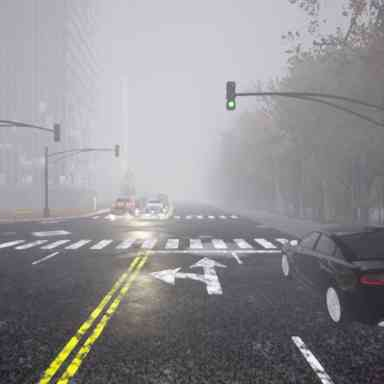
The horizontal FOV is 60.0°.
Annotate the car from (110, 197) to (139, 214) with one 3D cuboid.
[{"bbox_3d":[-7.378,1.373,35.860,2.097,1.767,4.553,0,0,-2],"label":"car"}]

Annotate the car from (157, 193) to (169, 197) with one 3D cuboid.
[{"bbox_3d":[-5.356,1.266,59.472,2.150,2.045,5.566,0,0,-4],"label":"car"}]

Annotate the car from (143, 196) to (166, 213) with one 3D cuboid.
[{"bbox_3d":[-4.180,1.548,37.371,1.812,1.442,4.674,0,0,-6],"label":"car"}]

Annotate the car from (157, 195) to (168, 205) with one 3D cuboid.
[{"bbox_3d":[-4.618,1.555,46.463,1.812,1.442,4.674,0,0,-3],"label":"car"}]

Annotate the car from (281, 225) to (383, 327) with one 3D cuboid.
[{"bbox_3d":[3.314,1.444,7.055,1.882,1.535,5.008,-3,-1,0],"label":"car"}]

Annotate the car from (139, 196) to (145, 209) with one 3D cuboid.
[{"bbox_3d":[-7.757,1.592,44.481,1.994,1.385,4.181,0,0,-2],"label":"car"}]

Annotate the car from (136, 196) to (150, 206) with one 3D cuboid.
[{"bbox_3d":[-8.522,1.519,58.055,1.882,1.535,5.008,0,0,-4],"label":"car"}]
